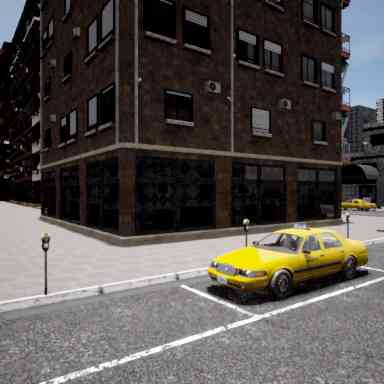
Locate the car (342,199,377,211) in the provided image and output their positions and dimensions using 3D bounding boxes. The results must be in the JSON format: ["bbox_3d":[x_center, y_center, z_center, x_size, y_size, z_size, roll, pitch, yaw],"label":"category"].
[{"bbox_3d":[19.270,1.469,39.636,1.752,1.417,4.829,0,0,-35],"label":"car"}]

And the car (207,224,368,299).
[{"bbox_3d":[2.594,1.525,8.416,4.829,1.417,1.752,0,0,-36],"label":"car"}]
